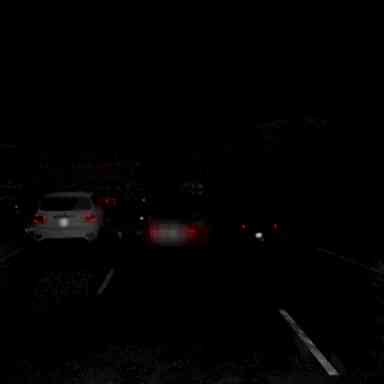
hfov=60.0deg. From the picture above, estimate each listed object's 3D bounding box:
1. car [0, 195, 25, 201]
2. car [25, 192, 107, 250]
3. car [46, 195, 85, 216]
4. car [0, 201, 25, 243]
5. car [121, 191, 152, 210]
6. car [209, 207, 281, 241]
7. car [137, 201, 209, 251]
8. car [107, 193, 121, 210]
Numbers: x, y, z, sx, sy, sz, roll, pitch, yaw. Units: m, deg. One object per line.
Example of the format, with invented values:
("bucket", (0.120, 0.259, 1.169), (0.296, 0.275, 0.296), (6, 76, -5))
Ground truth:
("car", (-15.774, 0.984, 29.093), (1.882, 1.535, 5.008), (-1, 1, -37))
("car", (-4.757, 0.991, 13.472), (2.150, 2.045, 5.566), (0, 1, -13))
("car", (-10.764, 1.067, 28.104), (2.033, 1.411, 5.357), (-1, 1, -33))
("car", (-8.592, 1.322, 14.287), (1.994, 1.385, 4.181), (0, 1, -14))
("car", (-5.751, 0.777, 33.294), (2.097, 1.767, 4.553), (-1, 1, -33))
("car", (2.143, 1.336, 15.040), (1.895, 1.301, 4.718), (0, 1, -12))
("car", (-0.995, 1.321, 13.020), (2.033, 1.411, 5.357), (0, 1, -10))
("car", (-8.813, 0.809, 31.584), (2.097, 1.767, 4.553), (-1, 1, -33))
